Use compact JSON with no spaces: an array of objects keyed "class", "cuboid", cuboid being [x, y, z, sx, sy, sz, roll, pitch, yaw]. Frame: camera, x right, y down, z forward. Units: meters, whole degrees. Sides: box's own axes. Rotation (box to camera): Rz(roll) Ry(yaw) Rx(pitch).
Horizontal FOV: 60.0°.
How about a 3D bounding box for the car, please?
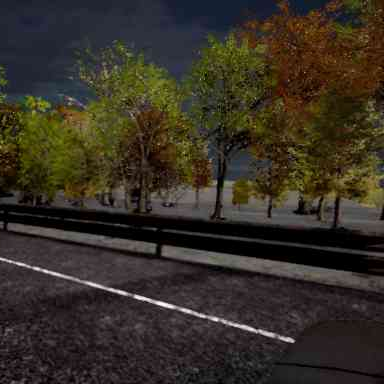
[{"class":"car","cuboid":[3.091,1.578,1.786,5.357,1.411,2.033,1,1,36]}]
